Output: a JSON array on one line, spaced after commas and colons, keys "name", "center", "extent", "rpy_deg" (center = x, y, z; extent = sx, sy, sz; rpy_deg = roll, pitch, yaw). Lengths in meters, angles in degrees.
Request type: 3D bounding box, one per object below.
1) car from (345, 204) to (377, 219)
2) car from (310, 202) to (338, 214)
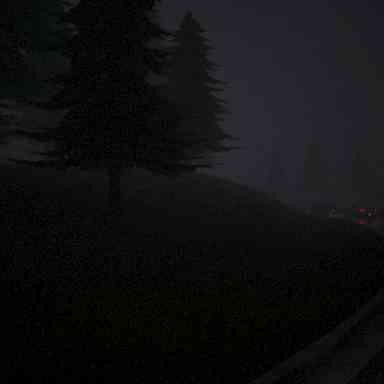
[{"name": "car", "center": [17.164, 1.947, 33.825], "extent": [1.812, 1.442, 4.674], "rpy_deg": [0, -1, 8]}, {"name": "car", "center": [17.162, 2.015, 43.426], "extent": [1.837, 1.490, 4.892], "rpy_deg": [0, 0, -6]}]
